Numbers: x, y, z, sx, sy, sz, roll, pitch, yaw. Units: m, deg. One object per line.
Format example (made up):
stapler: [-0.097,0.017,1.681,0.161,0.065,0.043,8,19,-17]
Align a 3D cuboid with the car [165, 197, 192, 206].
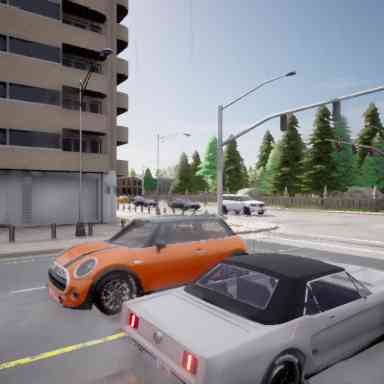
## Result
car: [-2.434,1.602,56.856,2.033,1.411,5.357,0,0,-36]

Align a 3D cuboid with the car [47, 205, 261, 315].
car: [-0.832,1.352,7.688,4.553,1.767,2.097,0,0,-35]

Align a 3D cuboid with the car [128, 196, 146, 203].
car: [-11.564,1.581,69.531,1.812,1.442,4.674,0,0,-36]

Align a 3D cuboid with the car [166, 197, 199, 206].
car: [-1.127,1.603,42.683,2.033,1.411,5.357,0,0,-36]

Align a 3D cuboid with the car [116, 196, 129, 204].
car: [-14.180,1.533,67.183,1.882,1.535,5.008,0,0,-36]

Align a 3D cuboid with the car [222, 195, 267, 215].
car: [5.083,1.279,34.044,2.150,2.045,5.566,0,0,-36]

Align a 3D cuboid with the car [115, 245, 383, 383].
car: [1.516,1.601,4.858,4.718,1.301,1.895,0,0,-35]

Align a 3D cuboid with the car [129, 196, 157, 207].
car: [-7.253,1.603,51.245,2.033,1.411,5.357,0,0,-36]
